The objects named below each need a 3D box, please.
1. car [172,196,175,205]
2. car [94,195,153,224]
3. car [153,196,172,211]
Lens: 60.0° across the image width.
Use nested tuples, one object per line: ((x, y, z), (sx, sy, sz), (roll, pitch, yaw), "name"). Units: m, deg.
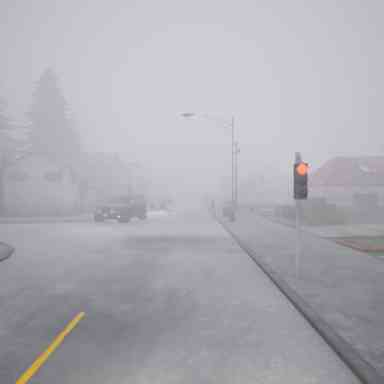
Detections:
((-4.012, 1.499, 58.394), (1.837, 1.490, 4.892), (0, 0, 0), "car")
((-5.169, 1.222, 25.011), (2.150, 2.045, 5.566), (0, 0, 14), "car")
((-4.051, 1.487, 41.366), (2.128, 1.511, 4.902), (0, 0, 0), "car")
